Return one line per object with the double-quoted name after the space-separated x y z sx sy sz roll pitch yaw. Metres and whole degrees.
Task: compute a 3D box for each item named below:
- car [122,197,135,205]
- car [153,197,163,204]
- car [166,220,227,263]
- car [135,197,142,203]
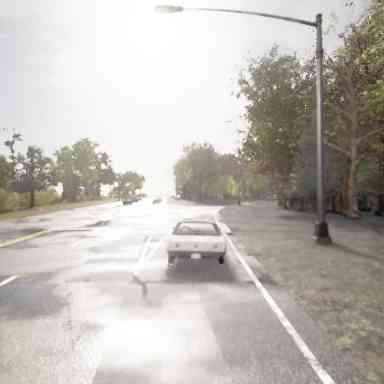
-14.418 2.097 74.265 1.994 1.385 4.181 0 0 -4 "car"
-8.144 2.058 77.640 2.033 1.411 5.357 0 0 -4 "car"
0.163 1.682 12.348 1.895 1.301 4.718 1 0 1 "car"
-15.563 2.014 90.089 2.097 1.767 4.553 0 0 -4 "car"
